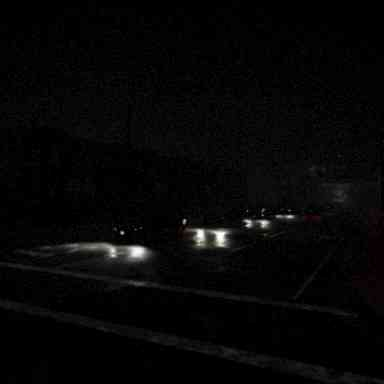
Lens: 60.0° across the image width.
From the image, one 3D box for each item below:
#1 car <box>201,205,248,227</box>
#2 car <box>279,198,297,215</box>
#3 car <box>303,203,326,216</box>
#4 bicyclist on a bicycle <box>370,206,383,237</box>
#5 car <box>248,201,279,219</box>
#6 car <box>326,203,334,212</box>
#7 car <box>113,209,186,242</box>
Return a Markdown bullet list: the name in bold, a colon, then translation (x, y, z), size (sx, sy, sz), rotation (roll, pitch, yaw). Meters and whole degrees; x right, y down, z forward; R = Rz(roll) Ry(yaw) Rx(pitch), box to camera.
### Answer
- **car**: translation (2.436, 1.821, 25.977), size (1.882, 1.535, 5.008), rotation (0, -1, 29)
- **car**: translation (12.459, 1.872, 44.046), size (2.150, 2.045, 5.566), rotation (0, -1, 27)
- **car**: translation (14.990, 2.145, 41.080), size (1.812, 1.442, 4.674), rotation (0, -1, 29)
- **bicyclist on a bicycle**: translation (10.042, 1.558, 17.027), size (1.656, 1.620, 0.582), rotation (0, -1, 29)
- **car**: translation (7.190, 1.841, 34.578), size (2.097, 1.767, 4.553), rotation (0, -1, 29)
- **car**: translation (20.621, 2.339, 51.302), size (2.033, 1.411, 5.357), rotation (0, -1, 29)
- **car**: translation (-2.107, 1.709, 17.744), size (1.837, 1.490, 4.892), rotation (0, -1, 29)
